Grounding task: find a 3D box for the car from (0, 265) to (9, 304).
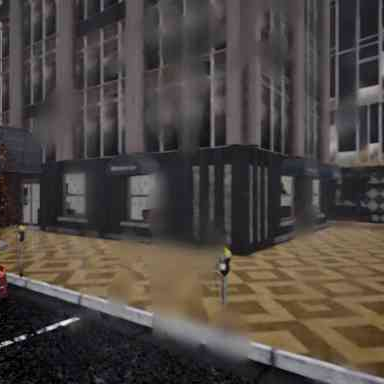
[{"bbox_3d":[-5.256,1.588,6.620,4.206,1.307,1.802,0,0,35],"label":"car"}]
